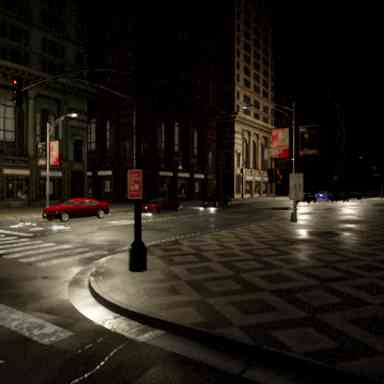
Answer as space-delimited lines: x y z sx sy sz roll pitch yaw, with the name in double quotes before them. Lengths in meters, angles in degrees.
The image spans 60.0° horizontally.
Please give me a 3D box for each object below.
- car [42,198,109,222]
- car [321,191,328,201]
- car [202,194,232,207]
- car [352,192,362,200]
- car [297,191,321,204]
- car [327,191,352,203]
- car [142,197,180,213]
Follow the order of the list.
"car" -8.351 1.240 24.221 1.882 1.535 5.008 0 1 35
"car" 22.069 0.599 55.471 2.097 1.767 4.553 0 1 36
"car" 3.054 1.017 40.252 1.837 1.490 4.892 0 1 36
"car" 29.564 0.680 60.405 1.812 1.442 4.674 0 1 35
"car" 16.225 0.867 47.245 2.128 1.511 4.902 0 1 36
"car" 22.407 0.839 50.329 1.812 1.442 4.674 0 1 36
"car" -2.983 1.207 31.770 1.994 1.385 4.181 0 1 36
